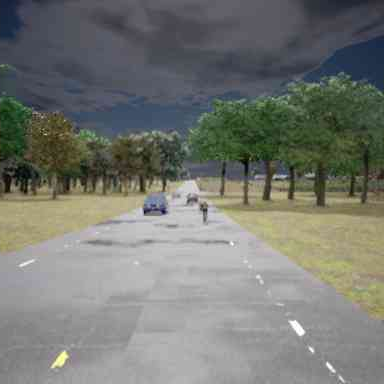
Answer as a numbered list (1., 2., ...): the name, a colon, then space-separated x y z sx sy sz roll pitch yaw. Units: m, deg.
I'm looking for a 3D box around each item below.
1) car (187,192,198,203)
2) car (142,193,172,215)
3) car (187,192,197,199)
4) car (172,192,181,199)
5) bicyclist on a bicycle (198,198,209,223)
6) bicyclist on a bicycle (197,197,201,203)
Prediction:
1. car: 0.098 1.122 56.736 1.812 1.442 4.674 0 1 0
2. car: -3.589 1.172 33.559 2.150 2.045 5.566 0 1 0
3. car: 0.018 0.813 74.419 2.128 1.511 4.902 0 1 0
4. car: -3.482 0.783 74.047 1.994 1.385 4.181 0 1 0
5. bicyclist on a bicycle: 0.968 1.466 24.435 0.582 1.620 1.656 0 0 0
6. bicyclist on a bicycle: 0.949 1.368 35.394 0.866 1.612 1.509 0 1 0
